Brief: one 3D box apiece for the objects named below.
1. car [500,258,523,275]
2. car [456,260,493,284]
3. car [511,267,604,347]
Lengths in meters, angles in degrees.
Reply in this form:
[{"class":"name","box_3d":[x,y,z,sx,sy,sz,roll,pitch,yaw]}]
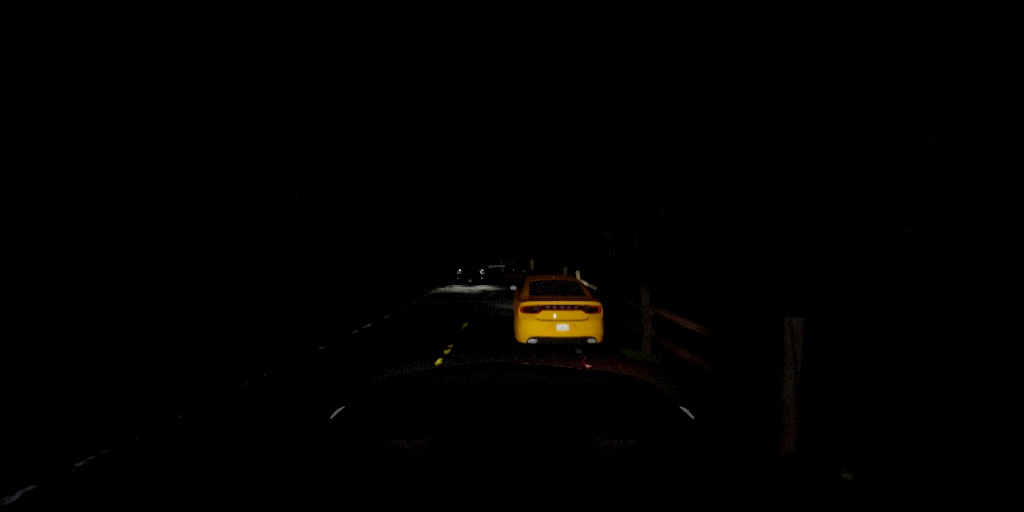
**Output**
[{"class":"car","box_3d":[0.165,1.194,38.340,2.128,1.511,4.902,0,0,0]},{"class":"car","box_3d":[-2.792,1.074,26.241,2.097,1.767,4.553,0,0,0]},{"class":"car","box_3d":[0.982,1.222,9.367,1.882,1.535,5.008,0,0,0]}]
